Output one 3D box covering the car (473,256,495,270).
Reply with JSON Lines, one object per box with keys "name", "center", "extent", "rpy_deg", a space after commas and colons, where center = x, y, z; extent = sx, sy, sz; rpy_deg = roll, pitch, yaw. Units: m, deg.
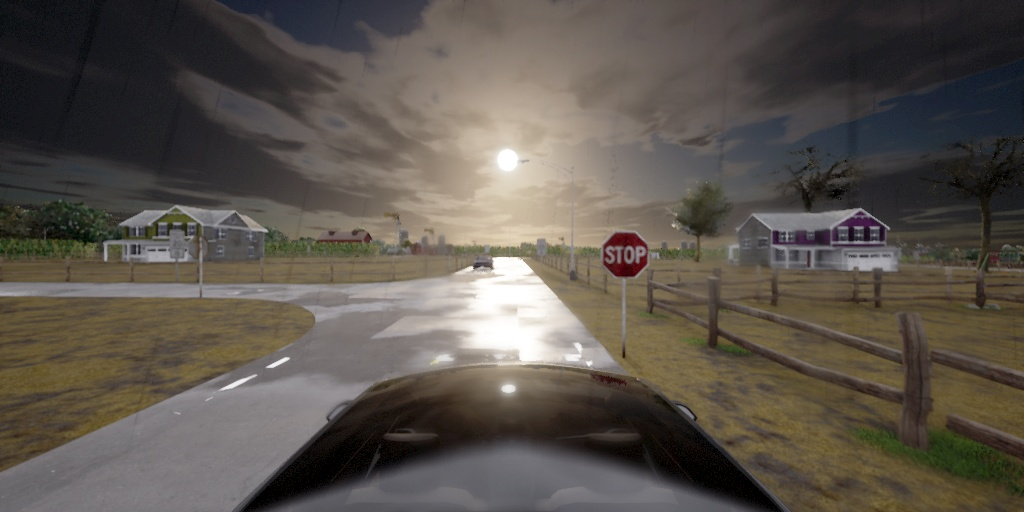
{"name": "car", "center": [-2.730, 0.654, 34.998], "extent": [1.895, 1.301, 4.718], "rpy_deg": [0, 1, 0]}
